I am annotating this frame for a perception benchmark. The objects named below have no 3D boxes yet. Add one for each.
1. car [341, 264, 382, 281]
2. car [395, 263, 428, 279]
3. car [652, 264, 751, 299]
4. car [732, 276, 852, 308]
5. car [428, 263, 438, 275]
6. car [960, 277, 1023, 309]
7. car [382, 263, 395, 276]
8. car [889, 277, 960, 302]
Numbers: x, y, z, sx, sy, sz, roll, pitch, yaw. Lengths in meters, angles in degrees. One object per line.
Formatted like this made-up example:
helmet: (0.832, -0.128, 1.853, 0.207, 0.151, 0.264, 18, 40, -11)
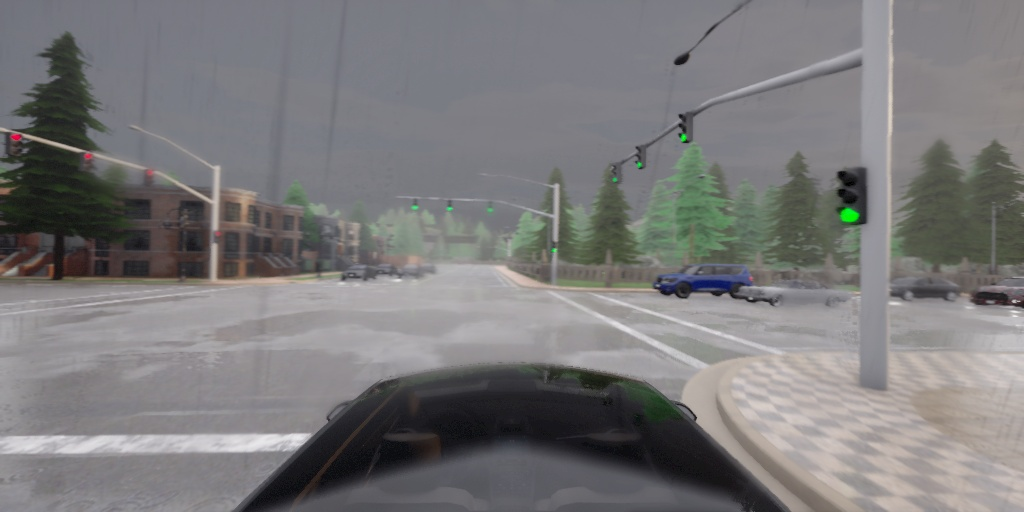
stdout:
car: (-13.102, 1.404, 30.952, 1.994, 1.385, 4.181, 1, -1, -4)
car: (-9.970, 1.493, 35.837, 1.812, 1.442, 4.674, 1, -1, -4)
car: (11.378, 1.460, 21.451, 5.566, 2.045, 2.150, 1, -1, -5)
car: (14.146, 1.856, 18.154, 4.718, 1.301, 1.895, 1, -1, -5)
car: (-10.774, 1.604, 46.048, 1.812, 1.442, 4.674, 1, -1, -5)
car: (27.598, 1.904, 19.217, 4.553, 1.767, 2.097, 1, -1, -5)
car: (-13.769, 1.495, 39.329, 1.994, 1.385, 4.181, 1, -1, -4)
car: (25.238, 2.049, 22.540, 4.892, 1.490, 1.837, 1, -1, -4)
